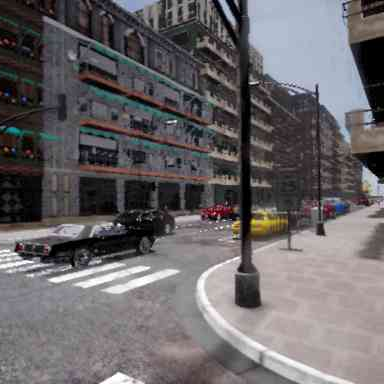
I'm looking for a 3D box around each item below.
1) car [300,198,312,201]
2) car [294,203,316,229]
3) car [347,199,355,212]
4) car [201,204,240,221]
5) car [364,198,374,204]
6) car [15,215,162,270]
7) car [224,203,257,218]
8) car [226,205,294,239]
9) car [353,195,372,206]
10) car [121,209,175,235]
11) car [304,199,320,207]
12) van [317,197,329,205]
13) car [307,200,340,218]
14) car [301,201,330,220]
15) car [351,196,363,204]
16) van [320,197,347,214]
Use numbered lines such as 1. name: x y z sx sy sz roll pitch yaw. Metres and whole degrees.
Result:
1. car: 15.699 1.999 47.618 1.994 1.385 4.181 -2 -1 32
2. car: 6.572 1.656 22.233 2.008 1.369 4.403 -1 -1 32
3. car: 18.561 1.808 41.448 2.008 1.369 4.403 -1 -1 32
4. car: 2.461 1.887 31.470 1.887 1.381 4.507 -1 -1 32
5. car: 42.540 2.172 79.873 1.802 1.307 4.206 -1 -1 32
6. car: -3.315 1.680 11.481 1.895 1.301 4.718 -2 -1 32
7. car: 5.368 1.904 36.129 1.752 1.417 4.829 -1 -1 32
8. car: 3.784 1.597 17.766 1.752 1.417 4.829 -1 -1 32
9. car: 33.546 1.776 65.468 2.192 1.841 5.009 -1 -1 32
10. car: -2.878 1.694 18.019 1.837 1.490 4.892 -2 -1 33
11. car: 23.442 2.170 65.094 2.008 1.369 4.403 -1 -1 32
12. van: 29.435 2.044 74.705 1.690 1.788 3.998 -1 -1 32
13. car: 12.567 1.725 31.840 1.887 1.381 4.507 -1 -1 32
14. car: 9.570 1.687 27.036 1.887 1.381 4.507 -1 -1 32
15. car: 40.901 2.014 82.345 2.097 1.767 4.553 -2 -1 32
16. van: 15.562 1.559 36.647 1.690 1.788 3.998 -1 -1 32
